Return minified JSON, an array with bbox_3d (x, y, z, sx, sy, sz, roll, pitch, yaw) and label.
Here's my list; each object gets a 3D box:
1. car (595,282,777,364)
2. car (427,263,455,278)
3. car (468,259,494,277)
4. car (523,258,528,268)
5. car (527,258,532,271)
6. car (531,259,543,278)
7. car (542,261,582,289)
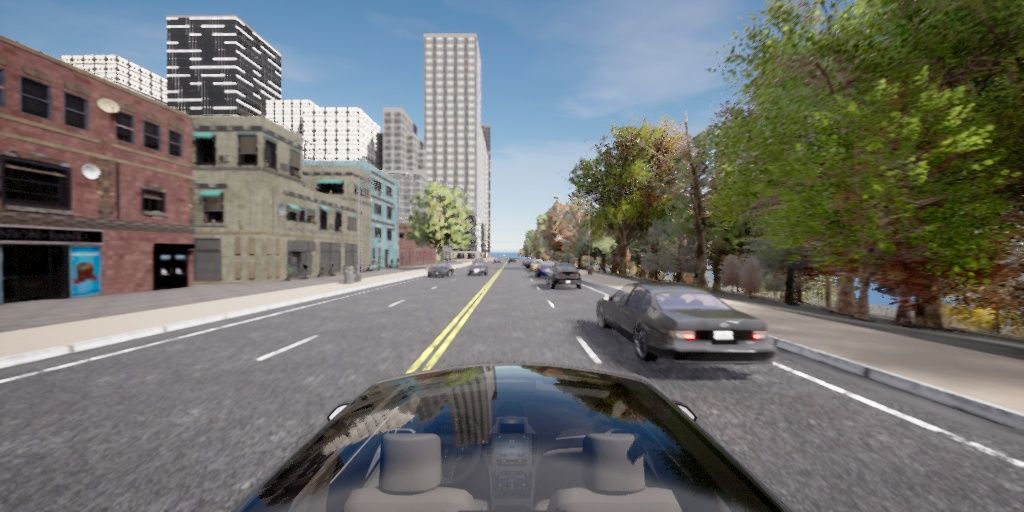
[{"bbox_3d":[3.348,1.296,8.190,2.033,1.411,5.357,0,0,0],"label":"car"},{"bbox_3d":[-6.582,1.310,33.593,1.994,1.385,4.181,0,0,0],"label":"car"},{"bbox_3d":[-3.324,1.238,36.158,2.128,1.511,4.902,0,0,0],"label":"car"},{"bbox_3d":[3.252,1.245,56.199,2.163,1.488,4.792,0,0,0],"label":"car"},{"bbox_3d":[3.251,1.199,45.358,1.801,1.575,5.366,0,0,0],"label":"car"},{"bbox_3d":[3.250,1.248,34.198,2.163,1.488,4.792,0,0,0],"label":"car"},{"bbox_3d":[3.249,1.251,23.168,1.837,1.490,4.892,0,0,0],"label":"car"}]
